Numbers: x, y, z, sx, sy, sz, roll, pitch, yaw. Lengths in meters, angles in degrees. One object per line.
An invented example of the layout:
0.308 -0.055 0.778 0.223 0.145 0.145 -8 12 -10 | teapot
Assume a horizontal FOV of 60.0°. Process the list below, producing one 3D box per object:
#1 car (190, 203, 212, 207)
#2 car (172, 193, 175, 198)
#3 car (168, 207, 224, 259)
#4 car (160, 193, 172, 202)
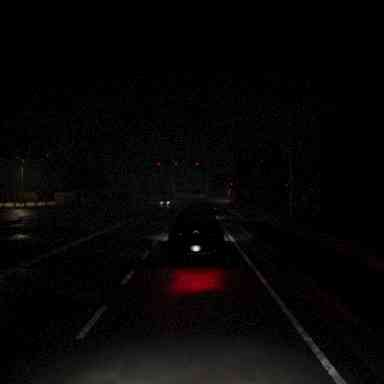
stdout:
0.733 1.543 25.669 2.033 1.411 5.357 0 0 11 | car
-5.898 1.192 91.290 2.150 2.045 5.566 0 0 1 | car
0.157 1.500 12.512 1.837 1.490 4.892 0 -1 1 | car
-6.096 1.510 75.608 1.812 1.442 4.674 0 0 1 | car
